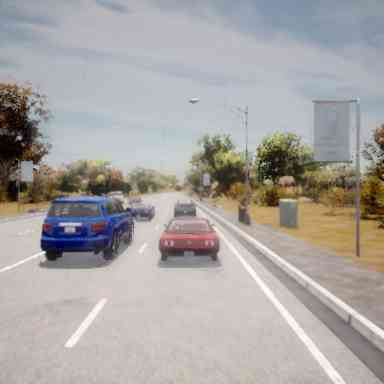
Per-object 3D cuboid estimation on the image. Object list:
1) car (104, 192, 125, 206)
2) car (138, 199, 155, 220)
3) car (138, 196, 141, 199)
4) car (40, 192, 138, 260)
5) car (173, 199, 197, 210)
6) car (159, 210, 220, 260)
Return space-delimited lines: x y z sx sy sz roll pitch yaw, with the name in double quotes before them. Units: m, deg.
"car" -12.265 1.030 53.002 2.150 2.045 5.566 0 0 -2
"car" -4.061 1.502 27.165 1.895 1.301 4.718 0 0 -2
"car" -8.693 1.341 51.000 1.812 1.442 4.674 0 0 -2
"car" -3.611 1.179 12.425 2.150 2.045 5.566 0 0 -1
"car" -0.611 1.386 28.736 2.128 1.511 4.902 0 0 -2
"car" -0.108 1.556 12.187 1.895 1.301 4.718 0 0 -1
